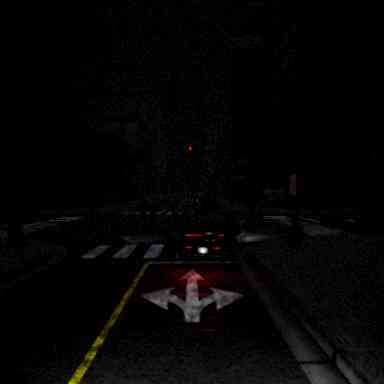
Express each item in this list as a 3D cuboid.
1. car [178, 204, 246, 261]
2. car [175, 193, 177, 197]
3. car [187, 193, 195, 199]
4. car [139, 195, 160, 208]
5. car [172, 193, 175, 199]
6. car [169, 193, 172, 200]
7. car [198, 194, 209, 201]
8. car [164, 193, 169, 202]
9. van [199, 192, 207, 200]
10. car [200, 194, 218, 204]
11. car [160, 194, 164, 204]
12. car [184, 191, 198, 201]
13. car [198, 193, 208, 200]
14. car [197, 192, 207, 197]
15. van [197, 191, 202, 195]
[{"bbox_3d":[0.806,1.413,12.052,1.837,1.490,4.892,-1,1,12],"label":"car"},{"bbox_3d":[-5.605,1.062,86.887,2.008,1.369,4.403,0,0,0],"label":"car"},{"bbox_3d":[-0.227,0.896,80.356,1.812,1.442,4.674,0,0,0],"label":"car"},{"bbox_3d":[-5.673,1.168,42.801,1.967,1.590,4.097,0,0,0],"label":"car"},{"bbox_3d":[-5.622,1.000,75.865,1.967,1.590,4.097,0,0,0],"label":"car"},{"bbox_3d":[-5.639,1.162,64.844,2.008,1.369,4.403,0,0,0],"label":"car"},{"bbox_3d":[2.394,1.136,70.342,2.008,1.369,4.403,0,0,0],"label":"car"},{"bbox_3d":[-5.647,1.221,59.333,1.802,1.307,4.206,0,0,0],"label":"car"},{"bbox_3d":[2.402,0.901,75.852,1.690,1.788,3.998,0,0,0],"label":"van"},{"bbox_3d":[2.352,1.294,42.788,1.947,1.339,4.313,0,0,0],"label":"car"},{"bbox_3d":[-5.664,1.137,48.311,1.967,1.590,4.097,0,0,0],"label":"car"},{"bbox_3d":[-0.243,1.078,69.938,1.837,1.490,4.892,0,0,0],"label":"car"},{"bbox_3d":[2.369,1.250,53.811,1.802,1.307,4.206,0,0,0],"label":"car"},{"bbox_3d":[2.377,1.205,59.321,1.947,1.339,4.313,0,0,0],"label":"car"},{"bbox_3d":[2.386,0.953,64.830,1.690,1.788,3.998,0,0,0],"label":"van"}]
